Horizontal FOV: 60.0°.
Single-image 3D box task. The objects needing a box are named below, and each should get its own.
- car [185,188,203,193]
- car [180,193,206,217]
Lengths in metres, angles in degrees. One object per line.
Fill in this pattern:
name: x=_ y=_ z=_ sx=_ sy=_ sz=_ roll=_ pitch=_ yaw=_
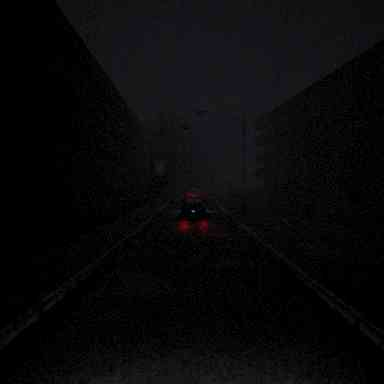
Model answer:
car: x=0.091 y=0.261 z=42.816 sx=1.882 sy=1.535 sz=5.008 roll=0 pitch=3 yaw=0
car: x=0.096 y=1.089 z=25.555 sx=1.812 sy=1.442 sz=4.674 roll=0 pitch=2 yaw=0
